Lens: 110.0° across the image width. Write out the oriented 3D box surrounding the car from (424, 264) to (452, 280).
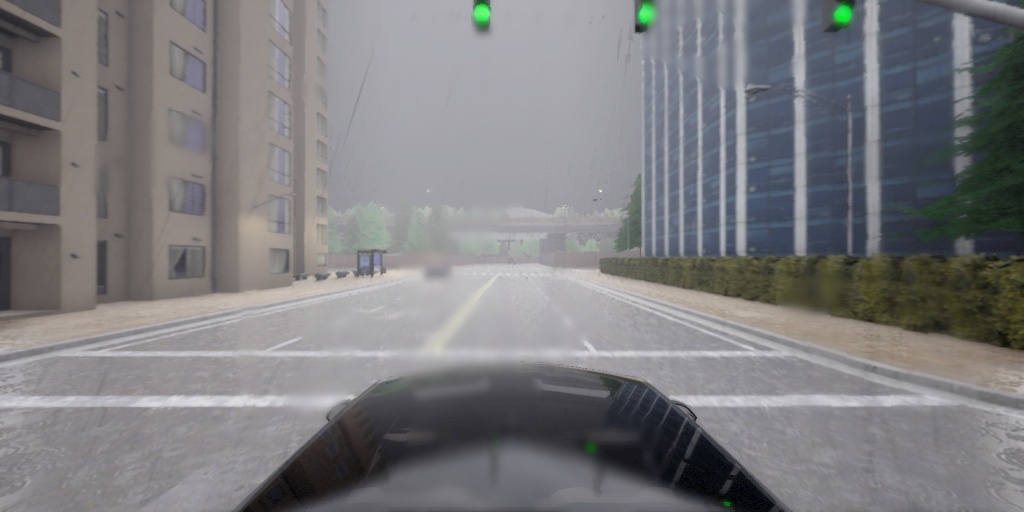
[{"bbox_3d":[-7.019,1.489,34.650,2.033,1.411,5.357,0,0,0],"label":"car"}]
